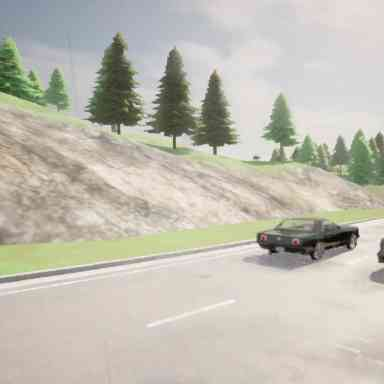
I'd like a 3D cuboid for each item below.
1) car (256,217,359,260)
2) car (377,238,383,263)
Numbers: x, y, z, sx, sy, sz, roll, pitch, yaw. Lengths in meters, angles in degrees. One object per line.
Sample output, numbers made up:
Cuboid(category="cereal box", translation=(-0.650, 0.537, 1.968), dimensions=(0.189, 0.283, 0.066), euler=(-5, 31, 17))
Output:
Cuboid(category="car", translation=(4.512, 1.601, 12.461), dimensions=(4.718, 1.301, 1.895), euler=(0, 0, -43))
Cuboid(category="car", translation=(7.490, 1.547, 10.391), dimensions=(5.357, 1.411, 2.033), euler=(0, 0, -44))
